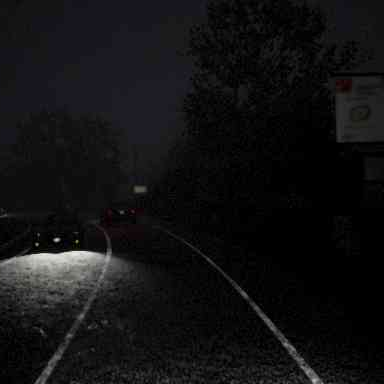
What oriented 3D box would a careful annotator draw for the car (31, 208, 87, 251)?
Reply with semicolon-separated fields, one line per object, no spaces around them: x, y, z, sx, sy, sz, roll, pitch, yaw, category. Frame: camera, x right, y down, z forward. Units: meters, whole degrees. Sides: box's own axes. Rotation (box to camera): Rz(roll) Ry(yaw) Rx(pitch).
-5.726;1.664;14.705;1.994;1.385;4.181;-1;0;-16;car

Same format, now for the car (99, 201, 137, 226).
-5.543;1.431;24.355;2.097;1.767;4.553;-2;0;-22;car

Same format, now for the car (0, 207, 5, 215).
-29.401;2.714;49.242;5.008;1.535;1.882;-3;2;41;car

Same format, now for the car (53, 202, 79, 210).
-15.126;1.908;39.803;2.128;1.511;4.902;-4;1;-40;car
